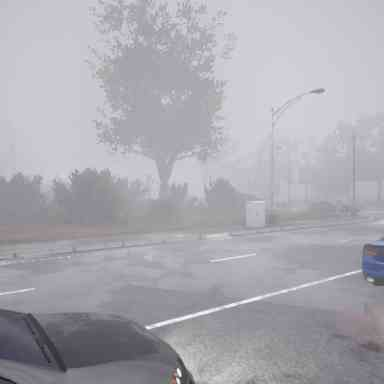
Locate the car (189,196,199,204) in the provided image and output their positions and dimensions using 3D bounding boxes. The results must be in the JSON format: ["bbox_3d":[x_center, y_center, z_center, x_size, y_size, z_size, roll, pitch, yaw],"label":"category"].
[{"bbox_3d":[0.127,1.465,58.750,1.812,1.442,4.674,0,0,-34],"label":"car"}]

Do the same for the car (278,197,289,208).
[{"bbox_3d":[11.619,1.344,47.602,2.097,1.767,4.553,0,0,-33],"label":"car"}]

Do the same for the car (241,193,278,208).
[{"bbox_3d":[8.647,1.218,45.764,2.150,2.045,5.566,0,0,-33],"label":"car"}]

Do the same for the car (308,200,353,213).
[{"bbox_3d":[14.729,1.563,36.016,1.994,1.385,4.181,0,0,-30],"label":"car"}]

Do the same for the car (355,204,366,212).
[{"bbox_3d":[17.445,1.601,38.491,1.895,1.301,4.718,0,0,-32],"label":"car"}]

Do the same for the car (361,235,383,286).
[{"bbox_3d":[6.159,1.478,8.178,5.008,1.535,1.882,0,0,-36],"label":"car"}]

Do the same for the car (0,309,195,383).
[{"bbox_3d":[-1.975,1.564,2.329,4.181,1.385,1.994,0,0,-36],"label":"car"}]
